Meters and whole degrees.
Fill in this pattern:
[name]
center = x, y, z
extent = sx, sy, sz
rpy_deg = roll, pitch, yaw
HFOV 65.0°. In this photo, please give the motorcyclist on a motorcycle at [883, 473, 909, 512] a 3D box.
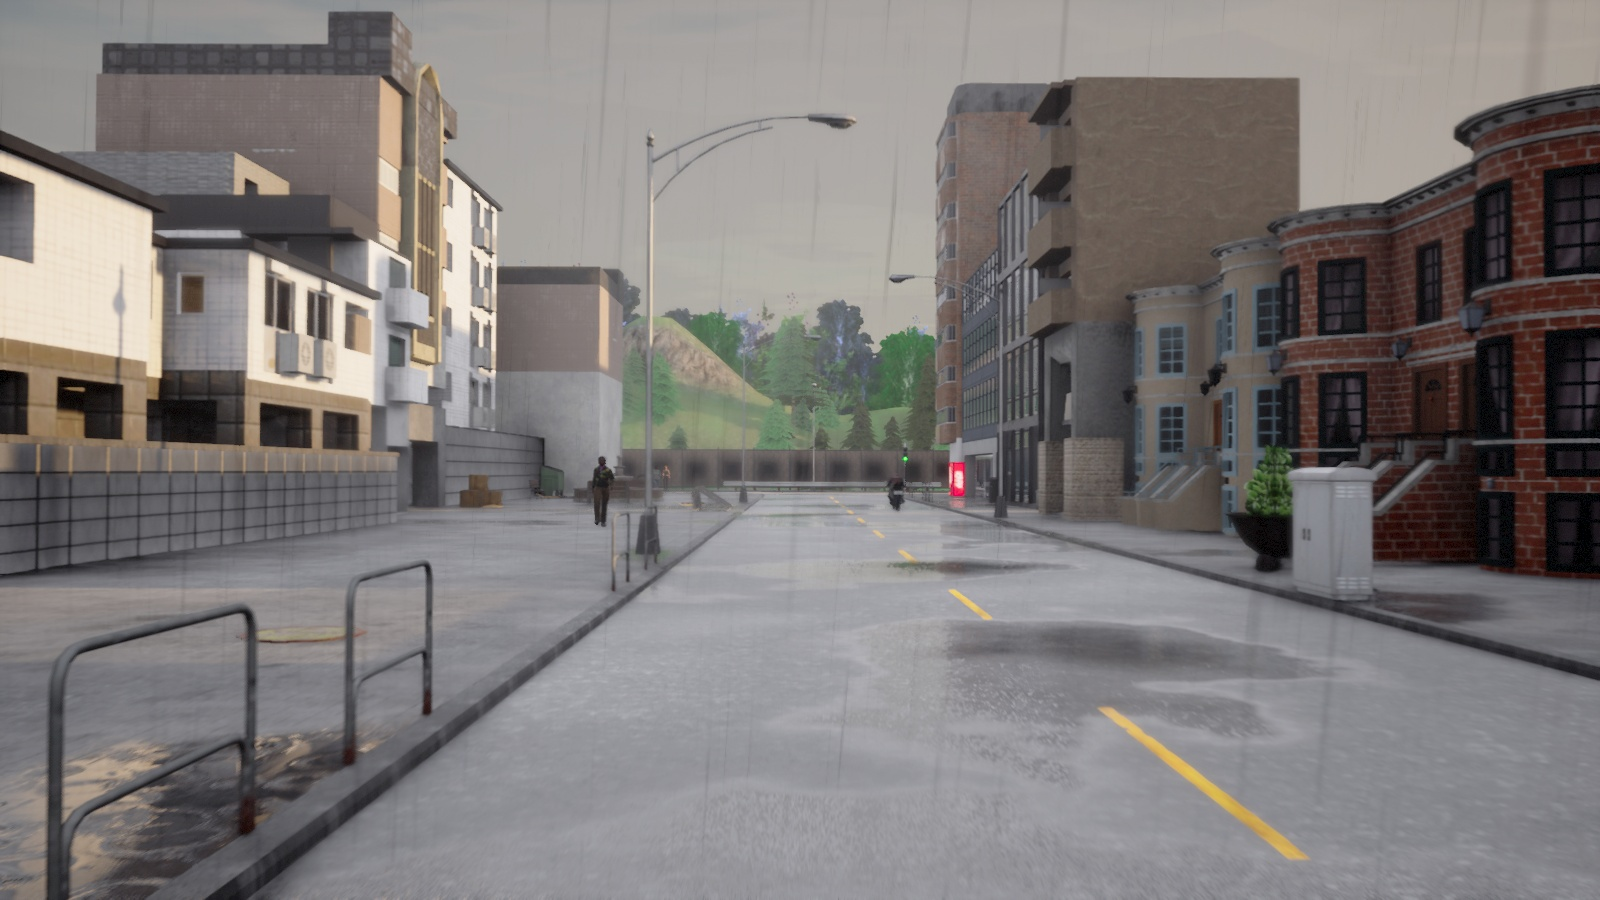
[motorcyclist on a motorcycle]
center = 3.876, 1.682, 50.632
extent = 0.866, 1.530, 2.191
rpy_deg = 0, -1, 0
